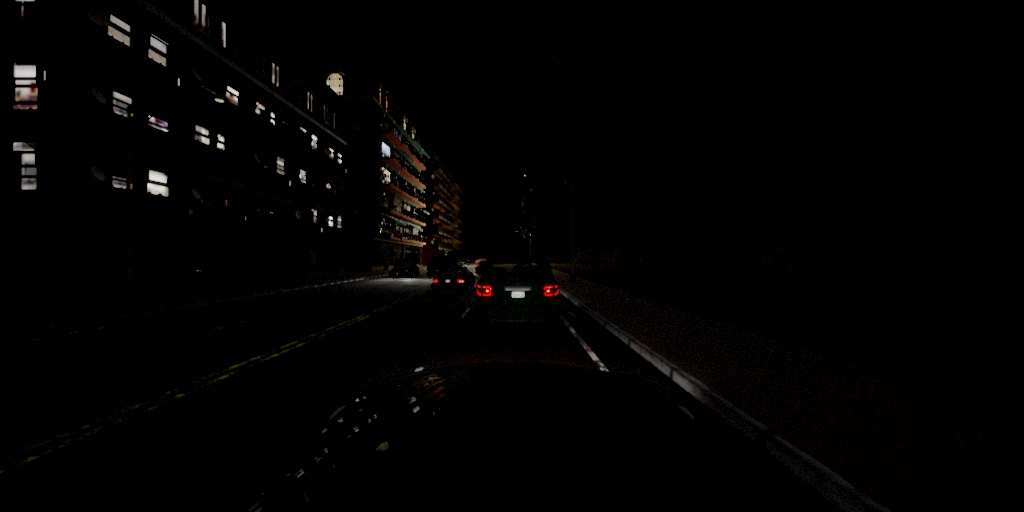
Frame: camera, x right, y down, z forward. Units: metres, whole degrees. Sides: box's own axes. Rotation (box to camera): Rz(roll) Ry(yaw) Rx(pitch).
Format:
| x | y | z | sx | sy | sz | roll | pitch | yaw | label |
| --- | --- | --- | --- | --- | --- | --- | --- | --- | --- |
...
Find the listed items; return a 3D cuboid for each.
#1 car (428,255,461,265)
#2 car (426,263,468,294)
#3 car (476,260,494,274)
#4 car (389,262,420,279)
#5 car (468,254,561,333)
| x | y | z | sx | sy | sz | roll | pitch | yaw | label |
| --- | --- | --- | --- | --- | --- | --- | --- | --- | --- |
| -6.599 | 0.956 | 34.340 | 2.150 | 2.045 | 5.566 | 0 | 0 | 0 | car |
| -3.149 | 1.290 | 20.113 | 2.033 | 1.411 | 5.357 | 0 | 0 | 0 | car |
| -3.146 | 1.256 | 42.161 | 1.812 | 1.442 | 4.674 | 0 | 0 | 0 | car |
| -9.848 | 1.261 | 33.126 | 1.812 | 1.442 | 4.674 | 0 | 0 | 0 | car |
| 0.101 | 0.969 | 10.860 | 2.150 | 2.045 | 5.566 | 0 | 0 | -1 | car |
